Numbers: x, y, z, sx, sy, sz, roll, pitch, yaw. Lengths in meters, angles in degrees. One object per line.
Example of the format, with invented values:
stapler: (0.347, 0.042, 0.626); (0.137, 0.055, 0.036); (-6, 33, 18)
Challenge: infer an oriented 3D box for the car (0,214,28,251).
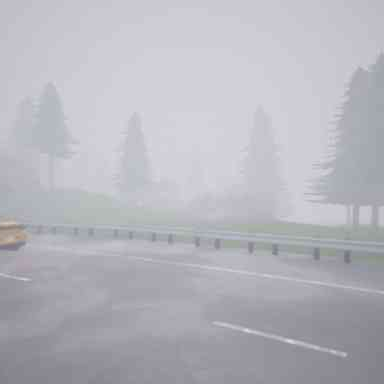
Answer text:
car: (-8.417, 1.455, 12.428); (5.008, 1.535, 1.882); (0, 0, 26)
